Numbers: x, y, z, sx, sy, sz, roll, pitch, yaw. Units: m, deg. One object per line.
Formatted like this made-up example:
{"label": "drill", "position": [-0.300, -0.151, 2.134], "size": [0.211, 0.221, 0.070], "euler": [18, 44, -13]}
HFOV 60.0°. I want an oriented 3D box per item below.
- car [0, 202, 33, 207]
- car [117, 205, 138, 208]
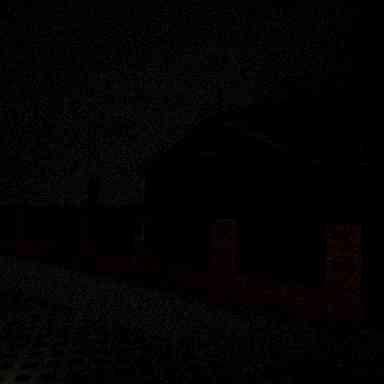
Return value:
{"label": "car", "position": [-11.869, 1.528, 20.760], "size": [2.097, 1.767, 4.553], "euler": [-1, -1, 35]}
{"label": "car", "position": [-5.803, 1.863, 29.346], "size": [1.994, 1.385, 4.181], "euler": [-1, -1, 35]}
